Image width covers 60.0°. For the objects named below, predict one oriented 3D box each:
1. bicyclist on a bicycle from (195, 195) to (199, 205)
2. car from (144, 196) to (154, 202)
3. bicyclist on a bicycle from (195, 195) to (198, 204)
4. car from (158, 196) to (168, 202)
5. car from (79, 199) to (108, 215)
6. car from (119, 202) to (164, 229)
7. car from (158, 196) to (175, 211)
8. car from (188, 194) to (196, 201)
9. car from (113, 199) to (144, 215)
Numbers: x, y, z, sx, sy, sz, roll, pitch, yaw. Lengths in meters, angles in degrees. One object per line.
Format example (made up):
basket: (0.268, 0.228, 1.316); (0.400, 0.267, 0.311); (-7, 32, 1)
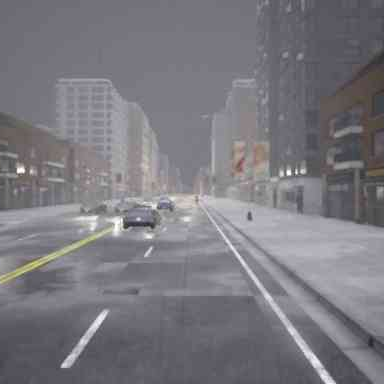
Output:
bicyclist on a bicycle: (0.908, 1.437, 57.168); (0.866, 1.612, 1.509); (0, -1, 0)
car: (-9.734, 1.497, 75.100); (1.994, 1.385, 4.181); (0, 0, 0)
bicyclist on a bicycle: (0.909, 1.453, 65.486); (0.582, 1.620, 1.656); (0, 0, 0)
car: (-6.484, 1.540, 75.070); (1.895, 1.301, 4.718); (0, 0, 0)
car: (-9.826, 1.491, 33.540); (2.128, 1.511, 4.902); (0, 0, 0)
car: (-3.145, 1.563, 21.550); (1.994, 1.385, 4.181); (0, 0, 0)
car: (-3.141, 1.525, 39.754); (1.812, 1.442, 4.674); (0, 0, 0)
car: (0.019, 1.480, 87.559); (1.882, 1.535, 5.008); (0, 0, 0)
car: (-6.576, 1.491, 33.551); (2.128, 1.511, 4.902); (0, 0, 0)
